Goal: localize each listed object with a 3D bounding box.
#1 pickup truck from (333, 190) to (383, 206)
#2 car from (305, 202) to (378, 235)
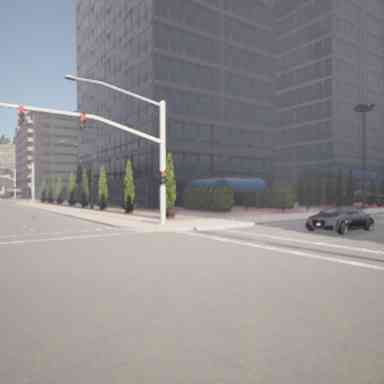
[{"bbox_3d":[22.175,0.835,44.023,6.274,2.098,2.390,0,0,-4],"label":"pickup truck"},{"bbox_3d":[8.176,1.476,18.360,4.181,1.385,1.994,0,0,-35],"label":"car"}]
